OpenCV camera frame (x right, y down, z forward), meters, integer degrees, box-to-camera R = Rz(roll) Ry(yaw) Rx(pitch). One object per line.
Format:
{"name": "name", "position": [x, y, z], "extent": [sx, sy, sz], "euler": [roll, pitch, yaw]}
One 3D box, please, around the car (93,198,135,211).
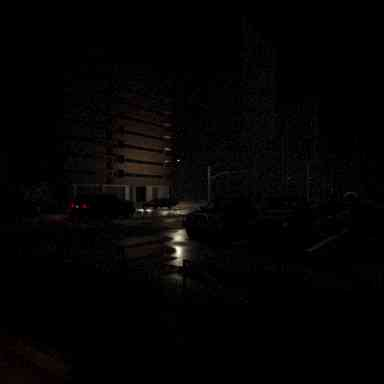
{"name": "car", "position": [-9.942, 1.547, 43.095], "extent": [2.033, 1.411, 5.357], "euler": [0, 0, 34]}

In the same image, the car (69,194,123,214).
{"name": "car", "position": [-10.295, 1.221, 36.288], "extent": [2.150, 2.045, 5.566], "euler": [0, 0, 34]}

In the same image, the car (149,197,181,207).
{"name": "car", "position": [-4.110, 1.547, 51.711], "extent": [2.033, 1.411, 5.357], "euler": [0, 0, 35]}

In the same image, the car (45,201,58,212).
{"name": "car", "position": [-15.317, 1.601, 35.090], "extent": [1.895, 1.301, 4.718], "euler": [0, 0, 34]}

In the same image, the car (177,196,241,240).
{"name": "car", "position": [1.553, 1.153, 15.995], "extent": [1.932, 1.855, 4.605], "euler": [0, 0, 34]}

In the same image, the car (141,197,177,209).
{"name": "car", "position": [-4.487, 1.547, 44.925], "extent": [2.033, 1.411, 5.357], "euler": [0, 0, 34]}

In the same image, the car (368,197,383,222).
{"name": "car", "position": [15.945, 1.395, 27.283], "extent": [1.970, 1.475, 3.806], "euler": [0, 0, 34]}

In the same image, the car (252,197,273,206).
{"name": "car", "position": [12.101, 1.526, 56.746], "extent": [1.812, 1.442, 4.674], "euler": [0, 0, 34]}

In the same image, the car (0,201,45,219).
{"name": "car", "position": [-15.400, 1.564, 28.687], "extent": [1.994, 1.385, 4.181], "euler": [0, 0, 34]}

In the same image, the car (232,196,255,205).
{"name": "car", "position": [9.168, 1.491, 58.649], "extent": [2.128, 1.511, 4.902], "euler": [0, 0, 34]}

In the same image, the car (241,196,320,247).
{"name": "car", "position": [3.920, 1.156, 14.329], "extent": [1.905, 1.878, 3.866], "euler": [0, 0, 34]}

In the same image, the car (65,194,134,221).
{"name": "car", "position": [-7.334, 1.221, 27.782], "extent": [2.150, 2.045, 5.566], "euler": [0, 0, 34]}

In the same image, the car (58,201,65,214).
{"name": "car", "position": [-9.433, 1.477, 30.933], "extent": [1.882, 1.535, 5.008], "euler": [0, 0, 34]}
